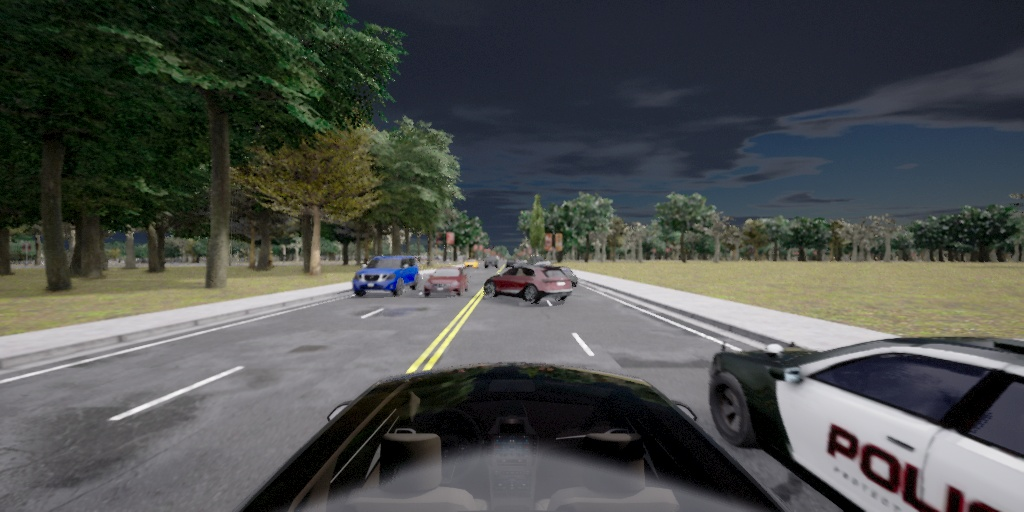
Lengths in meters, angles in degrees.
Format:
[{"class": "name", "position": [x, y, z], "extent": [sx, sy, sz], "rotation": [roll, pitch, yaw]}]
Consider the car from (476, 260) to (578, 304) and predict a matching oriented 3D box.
[{"class": "car", "position": [0.635, 1.207, 16.683], "extent": [2.033, 1.649, 4.856], "rotation": [0, 0, -39]}]

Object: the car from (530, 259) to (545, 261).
[{"class": "car", "position": [3.160, 1.314, 35.373], "extent": [2.163, 1.488, 4.792], "rotation": [0, 0, 0]}]

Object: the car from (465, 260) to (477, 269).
[{"class": "car", "position": [-6.711, 1.344, 59.625], "extent": [1.882, 1.535, 5.008], "rotation": [0, 0, 0]}]

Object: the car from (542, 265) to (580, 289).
[{"class": "car", "position": [3.190, 1.353, 24.343], "extent": [1.994, 1.385, 4.181], "rotation": [0, 0, 0]}]

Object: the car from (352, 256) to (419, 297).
[{"class": "car", "position": [-6.648, 1.001, 19.633], "extent": [2.150, 2.045, 5.566], "rotation": [0, 0, 0]}]

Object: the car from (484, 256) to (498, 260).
[{"class": "car", "position": [-3.457, 1.087, 60.409], "extent": [2.150, 2.045, 5.566], "rotation": [0, 0, 0]}]

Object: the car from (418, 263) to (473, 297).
[{"class": "car", "position": [-3.396, 1.306, 19.259], "extent": [1.812, 1.442, 4.674], "rotation": [0, 0, 0]}]

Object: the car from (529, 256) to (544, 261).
[{"class": "car", "position": [3.131, 1.055, 46.374], "extent": [2.150, 2.045, 5.566], "rotation": [0, 0, 0]}]

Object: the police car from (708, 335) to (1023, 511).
[{"class": "police car", "position": [3.249, 1.256, 2.344], "extent": [2.038, 1.542, 4.974], "rotation": [0, 0, 0]}]
